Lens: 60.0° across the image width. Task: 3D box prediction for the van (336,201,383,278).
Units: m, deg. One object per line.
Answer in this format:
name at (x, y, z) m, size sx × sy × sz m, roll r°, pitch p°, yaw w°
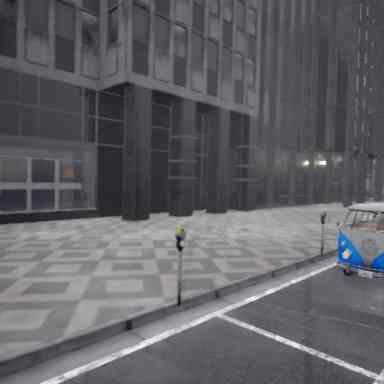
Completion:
van at (5.050, 1.137, 8.297) m, size 1.690 × 1.788 × 3.998 m, roll 4°, pitch 3°, yaw 45°
